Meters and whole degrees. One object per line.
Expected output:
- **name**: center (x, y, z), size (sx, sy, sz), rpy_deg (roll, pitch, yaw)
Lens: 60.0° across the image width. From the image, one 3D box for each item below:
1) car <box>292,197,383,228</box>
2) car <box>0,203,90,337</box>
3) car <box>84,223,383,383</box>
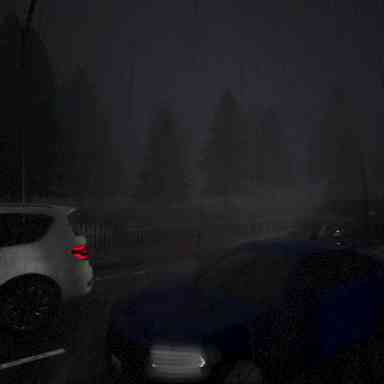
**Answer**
- **car**: center (6.057, 1.214, 12.483), size (5.566, 2.045, 2.150), rpy_deg (0, 0, -35)
- **car**: center (-4.406, 1.224, 5.138), size (5.566, 2.045, 2.150), rpy_deg (0, 0, -35)
- **car**: center (1.266, 1.475, 4.855), size (5.008, 1.535, 1.882), rpy_deg (0, 0, -35)
